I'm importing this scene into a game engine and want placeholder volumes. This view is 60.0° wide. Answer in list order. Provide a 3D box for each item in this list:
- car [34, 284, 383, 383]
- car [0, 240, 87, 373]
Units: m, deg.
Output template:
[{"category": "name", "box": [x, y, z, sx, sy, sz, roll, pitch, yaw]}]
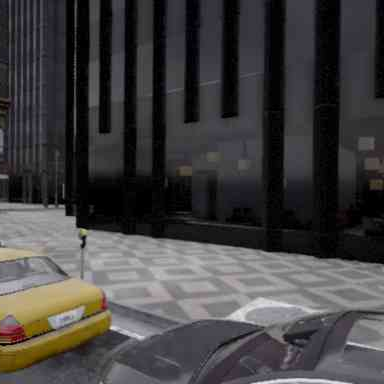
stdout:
[{"category": "car", "box": [1.179, 1.543, 2.128, 4.403, 1.369, 2.008, 1, 1, 35]}, {"category": "car", "box": [-3.399, 1.455, 5.345, 4.829, 1.417, 1.752, 1, 1, 35]}]
